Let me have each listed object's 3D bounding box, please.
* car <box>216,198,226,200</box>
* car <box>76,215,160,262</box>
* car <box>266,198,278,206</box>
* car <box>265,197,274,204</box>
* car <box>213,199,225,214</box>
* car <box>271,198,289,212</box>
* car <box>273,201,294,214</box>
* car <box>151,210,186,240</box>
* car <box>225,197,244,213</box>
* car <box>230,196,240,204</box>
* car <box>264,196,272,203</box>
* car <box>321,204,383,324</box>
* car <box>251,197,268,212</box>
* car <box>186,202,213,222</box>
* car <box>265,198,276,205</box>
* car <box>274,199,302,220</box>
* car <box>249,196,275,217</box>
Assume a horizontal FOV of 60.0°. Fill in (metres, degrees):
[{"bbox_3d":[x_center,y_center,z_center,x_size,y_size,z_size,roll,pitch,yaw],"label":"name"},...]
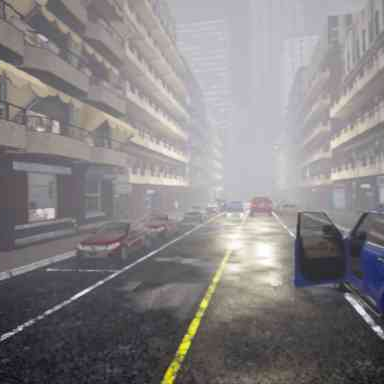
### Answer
[{"bbox_3d":[4.533,1.813,51.502,2.192,1.841,5.009,-2,-1,11],"label":"car"},{"bbox_3d":[-2.865,1.802,12.990,1.802,1.307,4.206,-2,-1,11],"label":"car"},{"bbox_3d":[15.938,1.973,66.391,1.947,1.339,4.313,-2,-1,11],"label":"car"},{"bbox_3d":[18.086,2.014,77.561,1.752,1.417,4.829,-2,-1,11],"label":"car"},{"bbox_3d":[2.425,1.968,40.496,2.008,1.369,4.403,-2,-1,11],"label":"car"},{"bbox_3d":[11.700,1.687,44.389,1.967,1.590,4.097,-2,-1,11],"label":"car"},{"bbox_3d":[10.647,1.773,38.886,1.947,1.339,4.313,-2,-1,11],"label":"car"},{"bbox_3d":[-1.807,1.841,18.491,1.802,1.307,4.206,-2,-1,11],"label":"car"},{"bbox_3d":[5.777,1.855,43.688,1.882,1.535,5.008,-1,-1,11],"label":"car"},{"bbox_3d":[10.882,2.054,84.508,2.192,1.841,5.009,-2,-1,11],"label":"car"},{"bbox_3d":[20.167,2.008,88.398,1.967,1.590,4.097,-2,-1,11],"label":"car"},{"bbox_3d":[3.944,1.196,5.606,2.150,2.045,5.566,-2,-1,11],"label":"car"},{"bbox_3d":[9.091,1.664,44.785,2.097,1.767,4.553,-1,-1,11],"label":"car"},{"bbox_3d":[0.309,1.889,29.494,2.008,1.369,4.403,-2,-1,11],"label":"car"},{"bbox_3d":[16.996,1.998,71.894,2.008,1.369,4.403,-2,-1,11],"label":"car"},{"bbox_3d":[9.619,1.694,33.553,1.752,1.417,4.829,-2,-1,11],"label":"car"},{"bbox_3d":[7.184,1.460,34.722,2.150,2.045,5.566,-1,-1,11],"label":"car"}]
